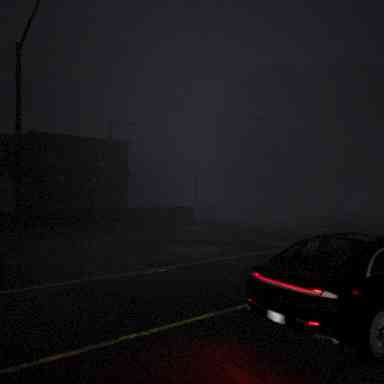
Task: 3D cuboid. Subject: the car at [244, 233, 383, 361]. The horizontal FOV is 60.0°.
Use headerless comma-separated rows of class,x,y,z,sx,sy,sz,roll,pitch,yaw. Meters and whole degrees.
car,3.116,1.491,5.951,4.902,1.511,2.128,0,0,-36
